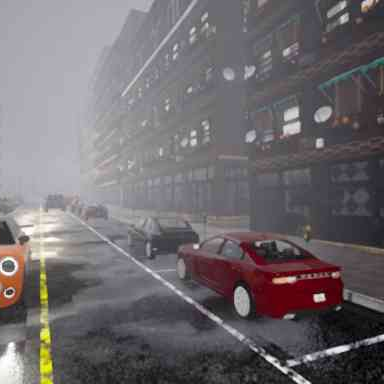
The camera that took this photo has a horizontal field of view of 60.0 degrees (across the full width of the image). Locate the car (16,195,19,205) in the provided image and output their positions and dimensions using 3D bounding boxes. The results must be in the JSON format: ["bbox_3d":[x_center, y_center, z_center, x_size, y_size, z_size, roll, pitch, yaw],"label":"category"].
[{"bbox_3d":[-22.146,1.360,39.316,2.192,1.841,5.009,1,-1,-24],"label":"car"}]

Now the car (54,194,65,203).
[{"bbox_3d":[-31.041,1.472,77.748,2.192,1.841,5.009,1,-1,-24],"label":"car"}]

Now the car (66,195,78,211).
[{"bbox_3d":[-12.653,1.465,37.499,1.967,1.590,4.097,1,-1,-24],"label":"car"}]

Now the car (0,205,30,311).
[{"bbox_3d":[-4.833,1.354,7.452,2.097,1.767,4.553,0,0,-24],"label":"car"}]

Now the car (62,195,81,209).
[{"bbox_3d":[-17.276,1.361,47.548,2.192,1.841,5.009,1,-1,-24],"label":"car"}]

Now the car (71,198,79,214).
[{"bbox_3d":[-10.368,1.560,32.461,1.887,1.381,4.507,1,-1,-24],"label":"car"}]

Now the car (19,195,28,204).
[{"bbox_3d":[-33.615,1.438,64.478,2.192,1.841,5.009,1,-1,-24],"label":"car"}]

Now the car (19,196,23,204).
[{"bbox_3d":[-26.740,1.636,49.380,1.947,1.339,4.313,1,-1,-24],"label":"car"}]

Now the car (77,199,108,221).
[{"bbox_3d":[-8.075,1.552,27.429,1.887,1.381,4.507,1,-1,-24],"label":"car"}]

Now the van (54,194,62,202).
[{"bbox_3d":[-33.336,1.523,82.781,1.690,1.788,3.998,1,-1,-24],"label":"van"}]

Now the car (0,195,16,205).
[{"bbox_3d":[-19.853,1.350,34.284,2.192,1.841,5.009,1,-1,-24],"label":"car"}]

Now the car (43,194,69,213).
[{"bbox_3d":[-15.925,1.253,38.663,2.150,2.045,5.566,0,0,-25],"label":"car"}]

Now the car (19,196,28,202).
[{"bbox_3d":[-42.796,1.802,84.607,1.802,1.307,4.206,1,-1,-24],"label":"car"}]

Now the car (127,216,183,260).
[{"bbox_3d":[-1.194,1.546,12.331,2.008,1.369,4.403,1,-1,-24],"label":"car"}]

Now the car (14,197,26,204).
[{"bbox_3d":[-35.914,1.689,69.509,1.887,1.381,4.507,1,-1,-24],"label":"car"}]

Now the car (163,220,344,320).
[{"bbox_3d":[1.100,1.539,7.297,1.887,1.381,4.507,1,-1,-24],"label":"car"}]

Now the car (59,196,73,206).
[{"bbox_3d":[-21.867,1.516,57.614,1.967,1.590,4.097,1,-1,-24],"label":"car"}]

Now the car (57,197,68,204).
[{"bbox_3d":[-26.457,1.694,67.679,1.802,1.307,4.206,1,-1,-24],"label":"car"}]
